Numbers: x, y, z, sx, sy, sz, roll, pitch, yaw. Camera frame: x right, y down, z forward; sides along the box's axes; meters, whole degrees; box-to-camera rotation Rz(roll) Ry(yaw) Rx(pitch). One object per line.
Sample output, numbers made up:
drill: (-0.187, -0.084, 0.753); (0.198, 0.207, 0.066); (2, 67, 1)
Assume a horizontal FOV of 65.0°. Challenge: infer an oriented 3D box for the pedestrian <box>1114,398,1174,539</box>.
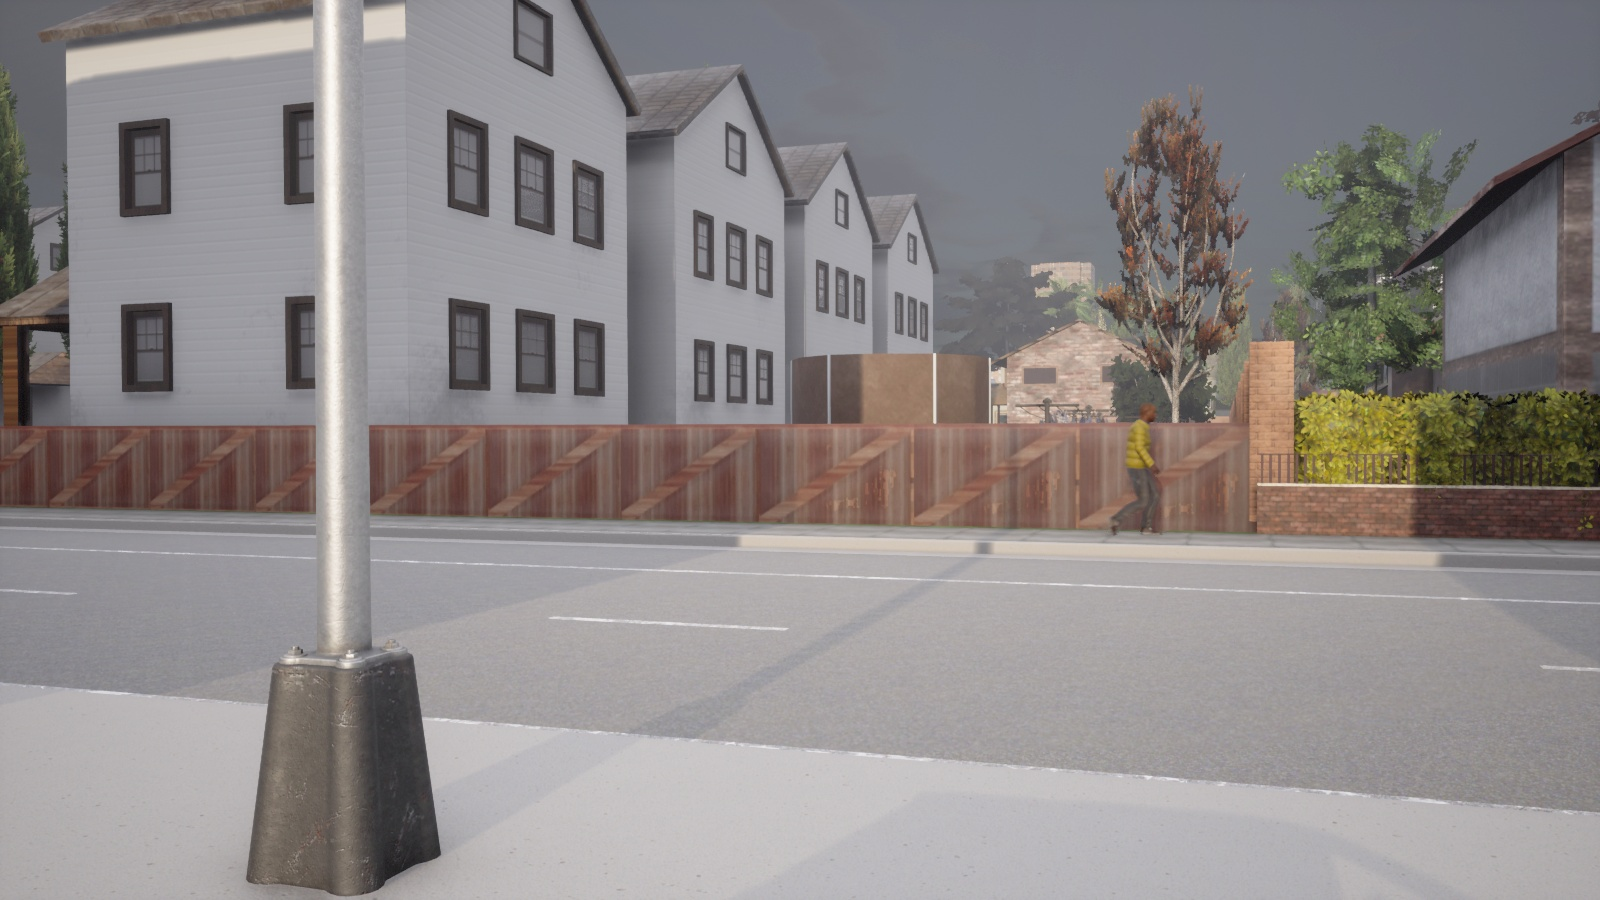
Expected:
pedestrian: (4.529, 0.234, 16.521); (0.726, 1.835, 0.370); (1, 1, 19)
